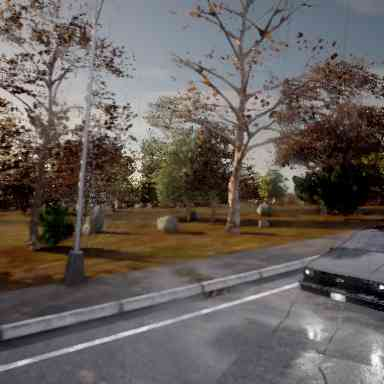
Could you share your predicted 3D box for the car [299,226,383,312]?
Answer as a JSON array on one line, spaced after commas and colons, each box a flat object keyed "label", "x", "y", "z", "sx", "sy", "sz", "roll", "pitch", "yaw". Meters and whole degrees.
[{"label": "car", "x": 4.744, "y": 1.547, "z": 7.823, "sx": 5.357, "sy": 1.411, "sz": 2.033, "roll": 0, "pitch": 0, "yaw": -39}]
